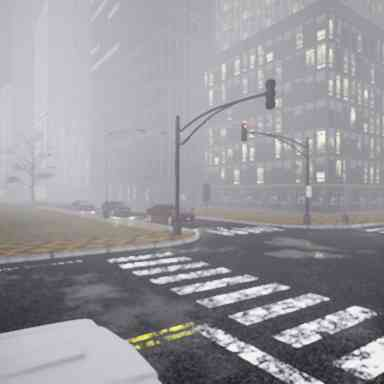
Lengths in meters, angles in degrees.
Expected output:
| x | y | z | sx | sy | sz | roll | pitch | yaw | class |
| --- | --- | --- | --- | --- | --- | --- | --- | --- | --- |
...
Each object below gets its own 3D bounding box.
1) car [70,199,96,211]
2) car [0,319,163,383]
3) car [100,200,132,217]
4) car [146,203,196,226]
| x | y | z | sx | sy | sz | roll | pitch | yaw | class |
| --- | --- | --- | --- | --- | --- | --- | --- | --- | --- |
| -13.924 | 1.646 | 42.183 | 2.033 | 1.411 | 5.357 | 0 | 0 | -35 | car |
| -2.365 | 1.594 | 1.780 | 4.718 | 1.301 | 1.895 | 0 | 0 | -36 | car |
| -7.656 | 1.603 | 33.277 | 1.837 | 1.490 | 4.892 | 0 | 0 | -35 | car |
| -1.655 | 1.576 | 24.733 | 1.882 | 1.535 | 5.008 | 0 | 0 | -34 | car |
